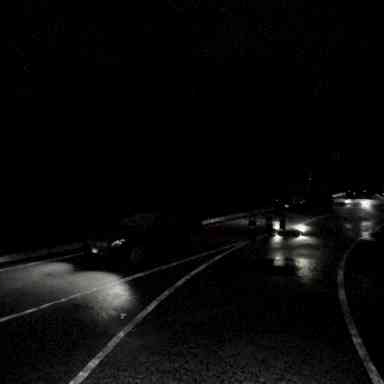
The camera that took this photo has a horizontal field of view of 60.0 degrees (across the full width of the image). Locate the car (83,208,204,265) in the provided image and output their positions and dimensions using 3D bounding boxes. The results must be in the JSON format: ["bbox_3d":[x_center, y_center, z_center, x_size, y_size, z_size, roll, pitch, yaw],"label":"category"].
[{"bbox_3d":[-1.367,1.297,11.192,1.812,1.442,4.674,1,2,36],"label":"car"}]

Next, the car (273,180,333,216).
[{"bbox_3d":[7.524,0.313,22.095,2.150,2.045,5.566,1,5,42],"label":"car"}]

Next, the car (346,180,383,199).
[{"bbox_3d":[15.830,-0.303,30.430,4.892,1.490,1.837,-6,5,-42],"label":"car"}]
